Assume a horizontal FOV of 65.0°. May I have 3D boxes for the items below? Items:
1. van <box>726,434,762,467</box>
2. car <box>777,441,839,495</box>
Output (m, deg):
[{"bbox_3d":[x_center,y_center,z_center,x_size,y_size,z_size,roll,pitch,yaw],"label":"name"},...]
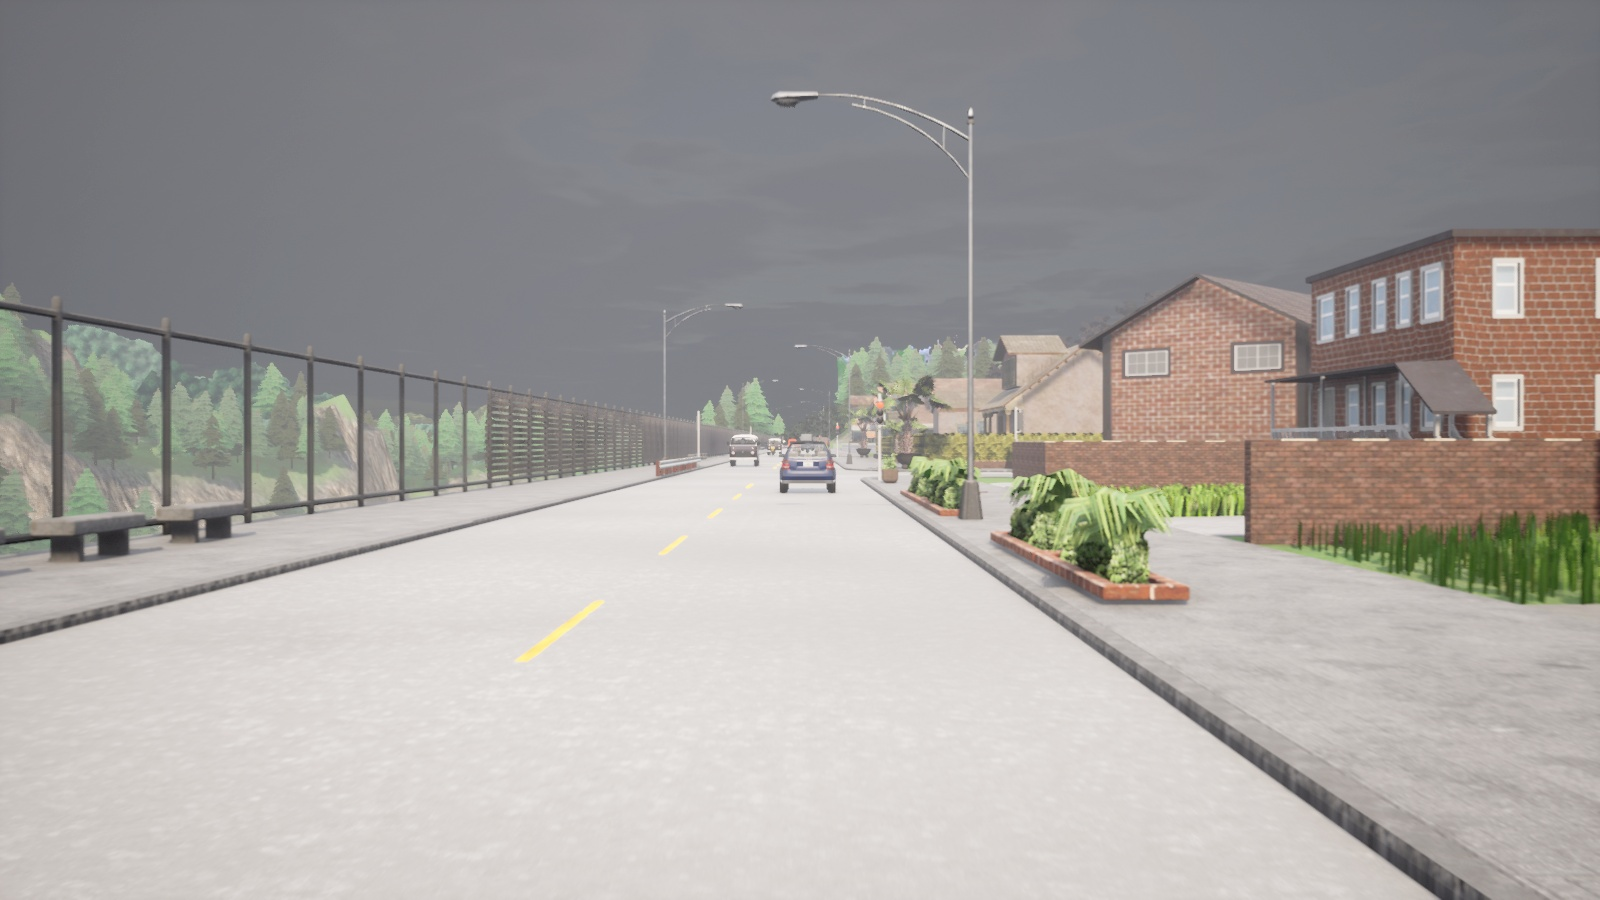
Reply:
[{"bbox_3d":[-3.528,0.016,79.999,2.069,2.038,4.480,0,0,0],"label":"van"},{"bbox_3d":[0.233,0.509,38.286,1.789,1.549,3.705,0,0,0],"label":"car"}]
